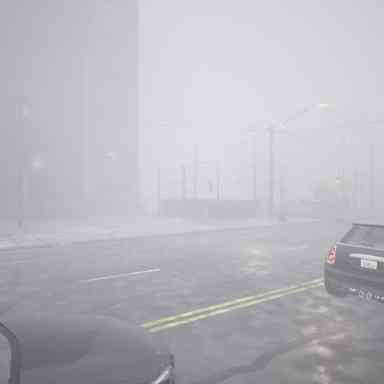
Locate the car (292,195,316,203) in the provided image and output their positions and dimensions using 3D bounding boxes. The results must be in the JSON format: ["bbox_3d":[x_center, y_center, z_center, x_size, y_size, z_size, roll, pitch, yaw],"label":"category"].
[{"bbox_3d":[21.907,1.420,64.929,4.674,1.452,2.002,0,0,-36],"label":"car"}]

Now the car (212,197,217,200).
[{"bbox_3d":[4.259,1.575,60.449,4.718,1.301,1.895,0,0,-36],"label":"car"}]

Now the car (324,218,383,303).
[{"bbox_3d":[5.001,1.352,7.357,4.553,1.767,2.097,0,0,-35],"label":"car"}]

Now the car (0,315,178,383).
[{"bbox_3d":[-2.256,1.526,2.150,4.674,1.442,1.812,0,0,-35],"label":"car"}]

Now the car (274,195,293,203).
[{"bbox_3d":[19.002,1.452,68.932,3.806,1.475,1.970,0,0,-36],"label":"car"}]

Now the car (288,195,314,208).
[{"bbox_3d":[14.988,1.254,45.871,4.553,1.767,2.185,0,0,-36],"label":"car"}]
